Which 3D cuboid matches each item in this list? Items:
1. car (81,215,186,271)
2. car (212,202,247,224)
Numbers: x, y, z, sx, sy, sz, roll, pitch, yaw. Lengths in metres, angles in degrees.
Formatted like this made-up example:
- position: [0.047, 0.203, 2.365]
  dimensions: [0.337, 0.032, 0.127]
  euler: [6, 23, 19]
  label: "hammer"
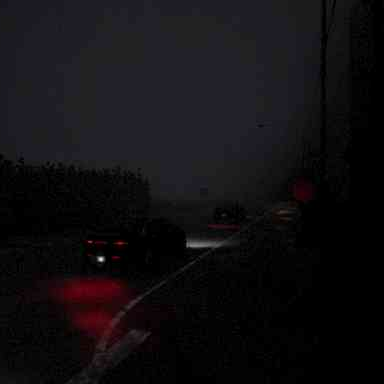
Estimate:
- position: [-1.656, 1.516, 11.065]
  dimensions: [1.837, 1.490, 4.892]
  euler: [0, 0, 18]
  label: "car"
- position: [2.942, 1.482, 25.343]
  dimensions: [1.882, 1.535, 5.008]
  euler: [0, 0, 18]
  label: "car"
